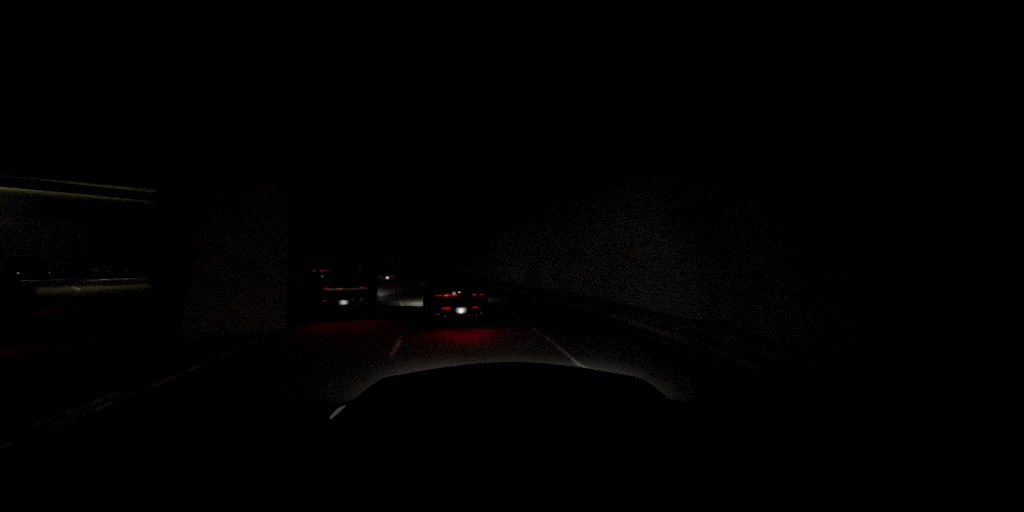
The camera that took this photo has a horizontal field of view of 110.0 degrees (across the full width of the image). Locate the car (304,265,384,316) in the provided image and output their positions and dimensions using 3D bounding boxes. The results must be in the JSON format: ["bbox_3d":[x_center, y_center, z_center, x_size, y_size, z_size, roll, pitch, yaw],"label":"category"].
[{"bbox_3d":[-6.195,1.285,13.800,2.128,1.511,4.902,0,0,-19],"label":"car"}]

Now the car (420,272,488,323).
[{"bbox_3d":[-2.075,1.289,12.428,1.837,1.490,4.892,0,0,-15],"label":"car"}]

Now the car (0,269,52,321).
[{"bbox_3d":[-15.997,1.284,9.805,2.128,1.511,4.902,0,0,-21],"label":"car"}]

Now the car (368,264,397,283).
[{"bbox_3d":[-10.696,1.346,28.236,1.837,1.490,4.892,1,-1,-40],"label":"car"}]

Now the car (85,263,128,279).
[{"bbox_3d":[-39.325,1.401,34.748,4.892,1.490,1.837,-1,0,26],"label":"car"}]

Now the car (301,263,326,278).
[{"bbox_3d":[-16.096,1.341,28.915,2.128,1.511,4.902,0,0,-45],"label":"car"}]

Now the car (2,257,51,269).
[{"bbox_3d":[-46.655,1.122,34.441,5.566,2.045,2.150,0,0,26],"label":"car"}]
